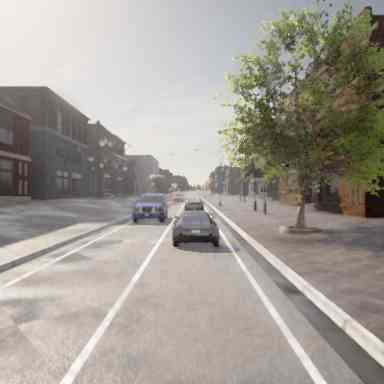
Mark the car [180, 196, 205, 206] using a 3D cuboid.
[{"bbox_3d":[0.232,1.362,32.886,2.128,1.511,4.902,0,0,0],"label":"car"}]

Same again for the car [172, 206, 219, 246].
[{"bbox_3d":[0.160,1.541,15.255,1.994,1.385,4.181,0,0,0],"label":"car"}]

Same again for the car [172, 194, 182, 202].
[{"bbox_3d":[-2.749,1.128,65.506,2.097,1.767,4.553,0,0,1],"label":"car"}]

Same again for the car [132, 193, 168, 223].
[{"bbox_3d":[-2.998,1.145,24.927,2.150,2.045,5.566,0,0,0],"label":"car"}]
